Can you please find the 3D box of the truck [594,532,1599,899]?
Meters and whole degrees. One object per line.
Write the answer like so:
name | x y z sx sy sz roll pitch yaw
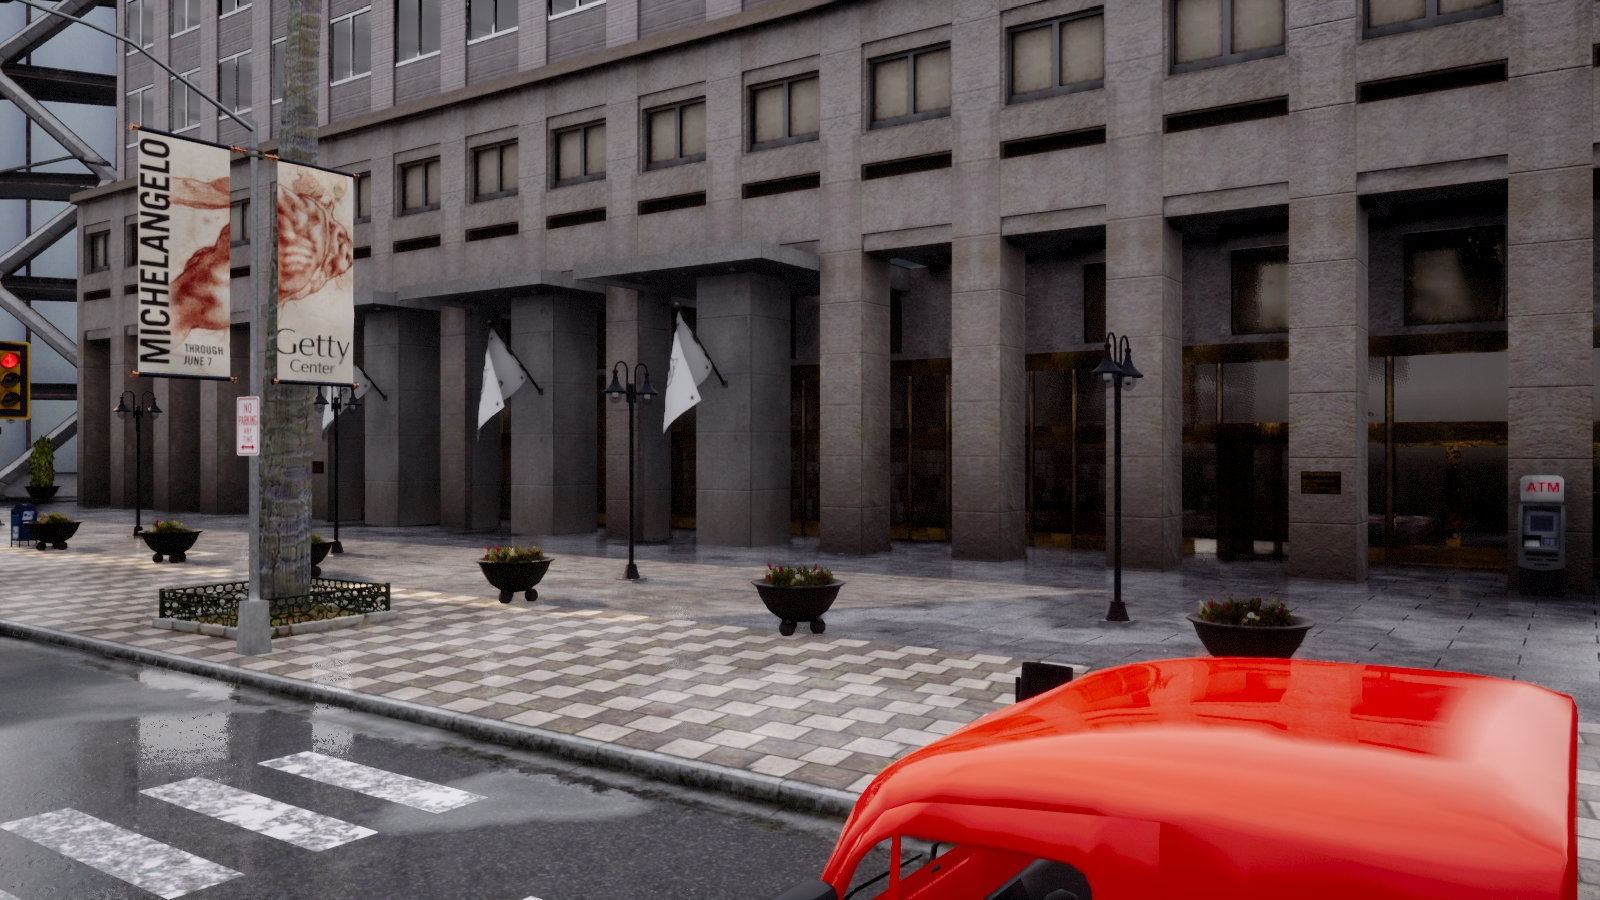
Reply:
truck | 2.439 1.568 2.094 5.204 2.467 2.627 0 0 35
